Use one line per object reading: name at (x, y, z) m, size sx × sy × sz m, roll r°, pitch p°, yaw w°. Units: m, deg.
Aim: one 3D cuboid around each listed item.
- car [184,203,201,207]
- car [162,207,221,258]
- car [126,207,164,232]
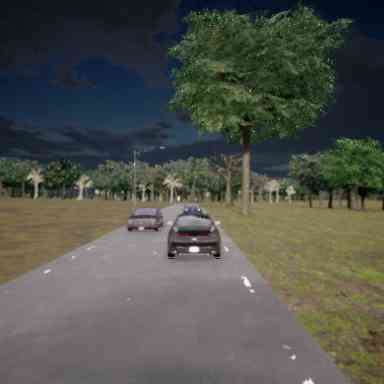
car at (0.063, 1.775, 34.576) m, size 1.895 × 1.301 × 4.718 m, roll 0°, pitch 0°, yaw 0°
car at (0.074, 1.543, 12.839) m, size 1.837 × 1.490 × 4.892 m, roll 0°, pitch 0°, yaw 0°
car at (-2.771, 1.626, 20.827) m, size 2.033 × 1.411 × 5.357 m, roll 0°, pitch 0°, yaw 0°
